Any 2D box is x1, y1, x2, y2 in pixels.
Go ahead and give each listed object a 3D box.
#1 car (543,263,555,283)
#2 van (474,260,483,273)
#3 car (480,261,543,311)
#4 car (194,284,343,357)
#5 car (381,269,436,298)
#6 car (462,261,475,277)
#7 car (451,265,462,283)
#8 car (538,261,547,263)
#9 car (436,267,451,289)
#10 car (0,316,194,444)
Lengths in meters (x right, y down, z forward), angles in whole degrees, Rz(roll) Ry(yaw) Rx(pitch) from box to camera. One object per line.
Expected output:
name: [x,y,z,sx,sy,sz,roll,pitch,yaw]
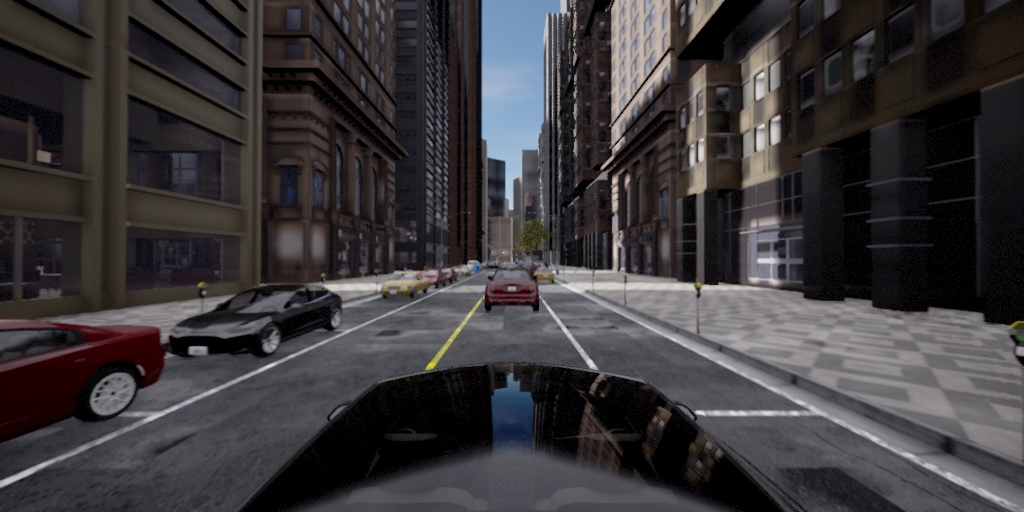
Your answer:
car: [2.742,1.580,31.425,1.751,1.417,4.829,0,0,0]
van: [-5.799,1.634,53.711,1.690,1.789,3.998,0,0,0]
car: [0.011,1.238,15.272,2.097,1.767,4.553,0,-1,0]
car: [-5.767,1.387,8.763,1.948,1.339,4.313,0,0,0]
car: [-5.775,1.461,19.830,1.751,1.417,4.829,0,0,0]
car: [-5.791,1.699,42.303,1.751,1.417,4.829,0,0,0]
car: [-5.783,1.636,31.236,1.802,1.307,4.207,0,0,0]
car: [2.738,1.429,36.873,2.192,1.841,5.009,0,0,0]
car: [-5.779,1.576,25.618,1.802,1.307,4.207,0,0,0]
car: [-5.763,1.310,3.144,1.888,1.381,4.507,0,0,0]
